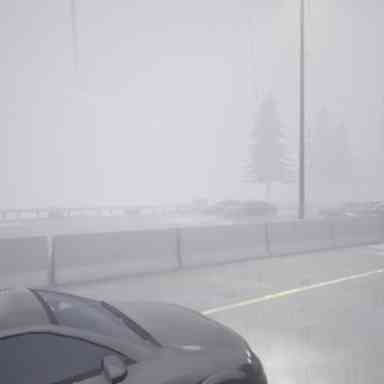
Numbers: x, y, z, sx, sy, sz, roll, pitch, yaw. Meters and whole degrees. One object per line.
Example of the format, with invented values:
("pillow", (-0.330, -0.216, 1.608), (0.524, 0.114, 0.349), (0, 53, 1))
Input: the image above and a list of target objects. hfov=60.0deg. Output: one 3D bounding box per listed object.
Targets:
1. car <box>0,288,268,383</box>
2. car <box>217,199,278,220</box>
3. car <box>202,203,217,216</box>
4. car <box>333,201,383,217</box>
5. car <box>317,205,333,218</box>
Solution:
("car", (-1.342, 1.555, 2.678), (4.181, 1.385, 1.994), (0, 0, -35))
("car", (4.780, 1.434, 27.257), (4.892, 1.490, 1.837), (0, 0, -28))
("car", (3.270, 1.425, 30.413), (4.892, 1.490, 1.837), (0, 0, -28))
("car", (12.782, 1.435, 23.555), (4.902, 1.511, 2.128), (0, 0, -27))
("car", (12.924, 1.480, 27.585), (5.357, 1.411, 2.033), (0, 0, -26))
